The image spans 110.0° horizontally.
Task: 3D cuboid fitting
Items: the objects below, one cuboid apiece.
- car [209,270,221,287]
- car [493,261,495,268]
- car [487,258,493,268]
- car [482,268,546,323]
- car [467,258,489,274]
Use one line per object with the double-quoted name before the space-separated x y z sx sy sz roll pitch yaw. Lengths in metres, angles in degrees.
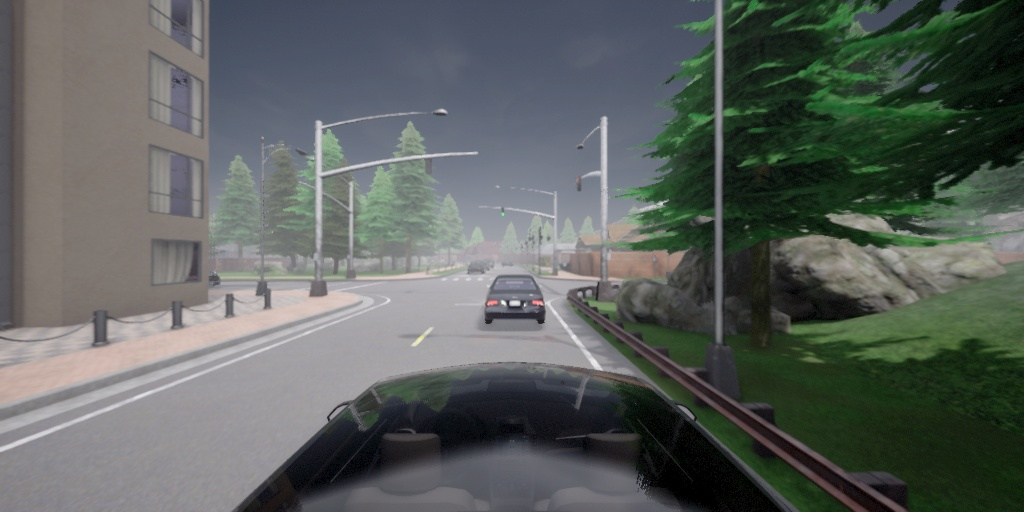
"car" -20.727 1.124 22.108 4.553 1.767 2.097 0 0 1
"car" -4.155 1.180 60.378 2.097 1.767 4.553 0 0 0
"car" -4.110 1.315 50.688 1.837 1.490 4.892 0 0 0
"car" 0.080 1.316 12.142 2.033 1.411 5.357 0 0 0
"car" -4.046 1.297 41.221 1.837 1.490 4.892 0 0 0
